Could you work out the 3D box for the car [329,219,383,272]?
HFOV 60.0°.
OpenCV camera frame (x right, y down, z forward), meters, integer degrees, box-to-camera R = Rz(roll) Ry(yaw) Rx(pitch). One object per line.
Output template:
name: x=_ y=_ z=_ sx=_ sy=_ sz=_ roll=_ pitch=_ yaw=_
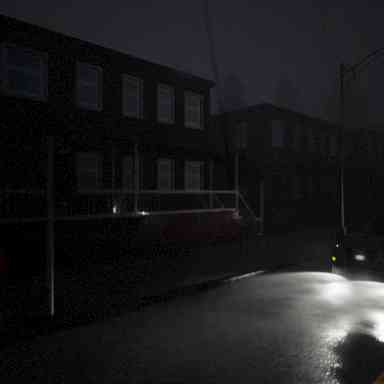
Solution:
car: x=5.957 y=1.561 z=10.165 sx=4.181 sy=1.385 sz=1.994 roll=0 pitch=0 yaw=-41
